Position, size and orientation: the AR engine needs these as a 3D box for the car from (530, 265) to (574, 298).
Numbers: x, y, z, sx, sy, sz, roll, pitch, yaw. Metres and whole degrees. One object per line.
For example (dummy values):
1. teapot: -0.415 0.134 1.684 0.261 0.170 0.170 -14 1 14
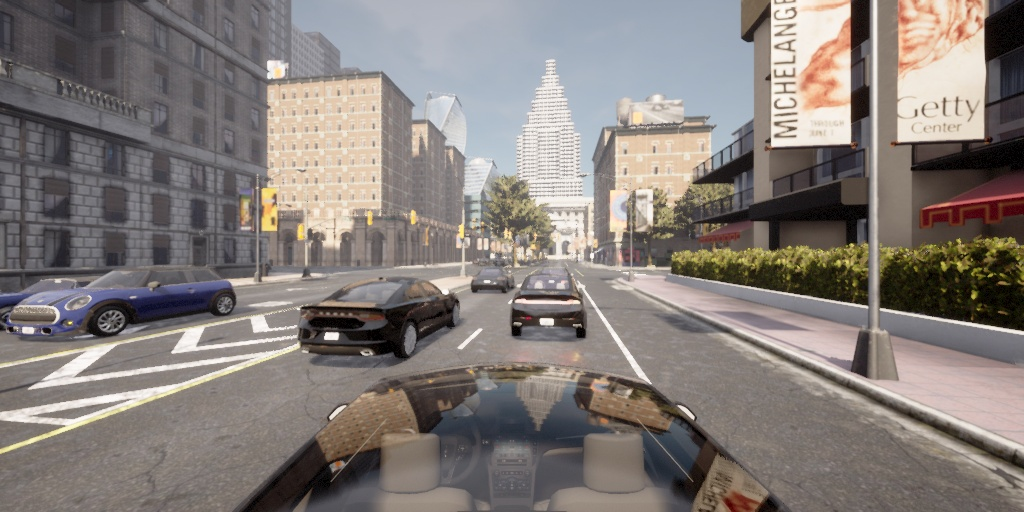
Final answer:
1. car: 2.373 1.290 19.956 2.033 1.411 5.357 0 0 10

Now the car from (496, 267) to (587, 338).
1. car: 1.091 1.238 10.291 2.128 1.511 4.902 0 0 8

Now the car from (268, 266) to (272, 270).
1. car: -32.356 1.240 44.321 4.892 1.490 1.837 0 0 8

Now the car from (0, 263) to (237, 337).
1. car: -10.696 1.099 10.374 2.097 1.767 4.553 0 0 8

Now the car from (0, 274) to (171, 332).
1. car: -14.108 1.348 11.285 1.895 1.301 4.718 0 0 8

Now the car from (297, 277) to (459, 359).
1. car: -2.708 1.225 8.538 1.882 1.535 5.008 0 0 8

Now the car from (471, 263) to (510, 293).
1. car: -1.027 1.306 20.700 1.994 1.385 4.181 0 0 8
